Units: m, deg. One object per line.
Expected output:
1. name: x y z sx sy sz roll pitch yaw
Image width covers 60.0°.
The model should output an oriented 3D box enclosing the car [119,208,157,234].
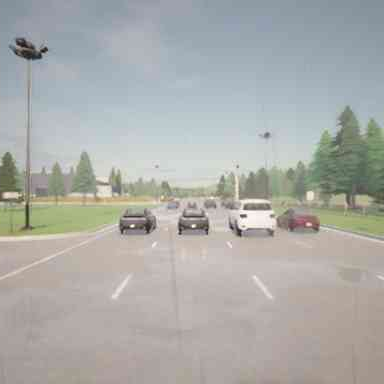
1. car: -3.401 1.785 21.428 2.128 1.511 4.902 0 -1 0

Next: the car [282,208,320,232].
1. car: 7.099 1.835 22.499 1.812 1.442 4.674 0 -1 0

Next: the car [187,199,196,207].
1. car: -0.007 2.297 69.248 1.812 1.442 4.674 0 -1 0

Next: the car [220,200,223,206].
1. car: 6.993 2.314 69.244 2.033 1.411 5.357 0 -1 0

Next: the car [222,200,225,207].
1. car: 6.994 2.319 59.521 1.837 1.490 4.892 0 -1 0

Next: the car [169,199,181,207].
1. car: -3.507 2.298 69.251 2.128 1.511 4.902 0 -1 0

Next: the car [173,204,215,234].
1. car: 0.098 1.786 21.435 2.128 1.511 4.902 0 -1 0

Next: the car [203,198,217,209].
1. car: 3.494 2.330 60.387 1.837 1.490 4.892 0 -1 0

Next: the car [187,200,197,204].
1. car: -0.006 2.366 59.922 2.033 1.411 5.357 0 -1 0

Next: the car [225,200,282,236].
1. car: 3.598 1.505 20.622 2.150 2.045 5.566 0 -1 0

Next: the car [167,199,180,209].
1. car: -3.506 2.361 59.574 2.033 1.411 5.357 0 -1 0
